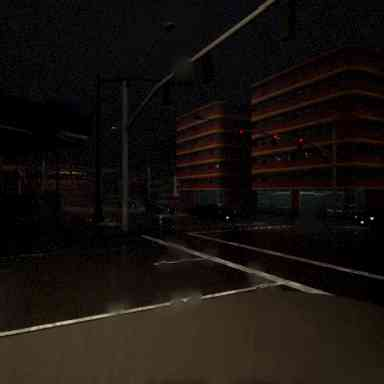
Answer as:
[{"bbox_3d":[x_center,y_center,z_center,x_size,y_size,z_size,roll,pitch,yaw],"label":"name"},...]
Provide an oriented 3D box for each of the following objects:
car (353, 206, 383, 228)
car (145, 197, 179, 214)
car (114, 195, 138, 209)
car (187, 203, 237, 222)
[{"bbox_3d":[13.479,1.547,21.956,5.357,1.411,2.033,0,0,-14],"label":"car"},{"bbox_3d":[-3.556,1.526,35.445,1.812,1.442,4.674,0,0,-30],"label":"car"},{"bbox_3d":[-8.694,1.505,44.165,1.837,1.490,4.892,0,0,-31],"label":"car"},{"bbox_3d":[1.543,1.601,26.803,1.895,1.301,4.718,0,0,-31],"label":"car"}]
